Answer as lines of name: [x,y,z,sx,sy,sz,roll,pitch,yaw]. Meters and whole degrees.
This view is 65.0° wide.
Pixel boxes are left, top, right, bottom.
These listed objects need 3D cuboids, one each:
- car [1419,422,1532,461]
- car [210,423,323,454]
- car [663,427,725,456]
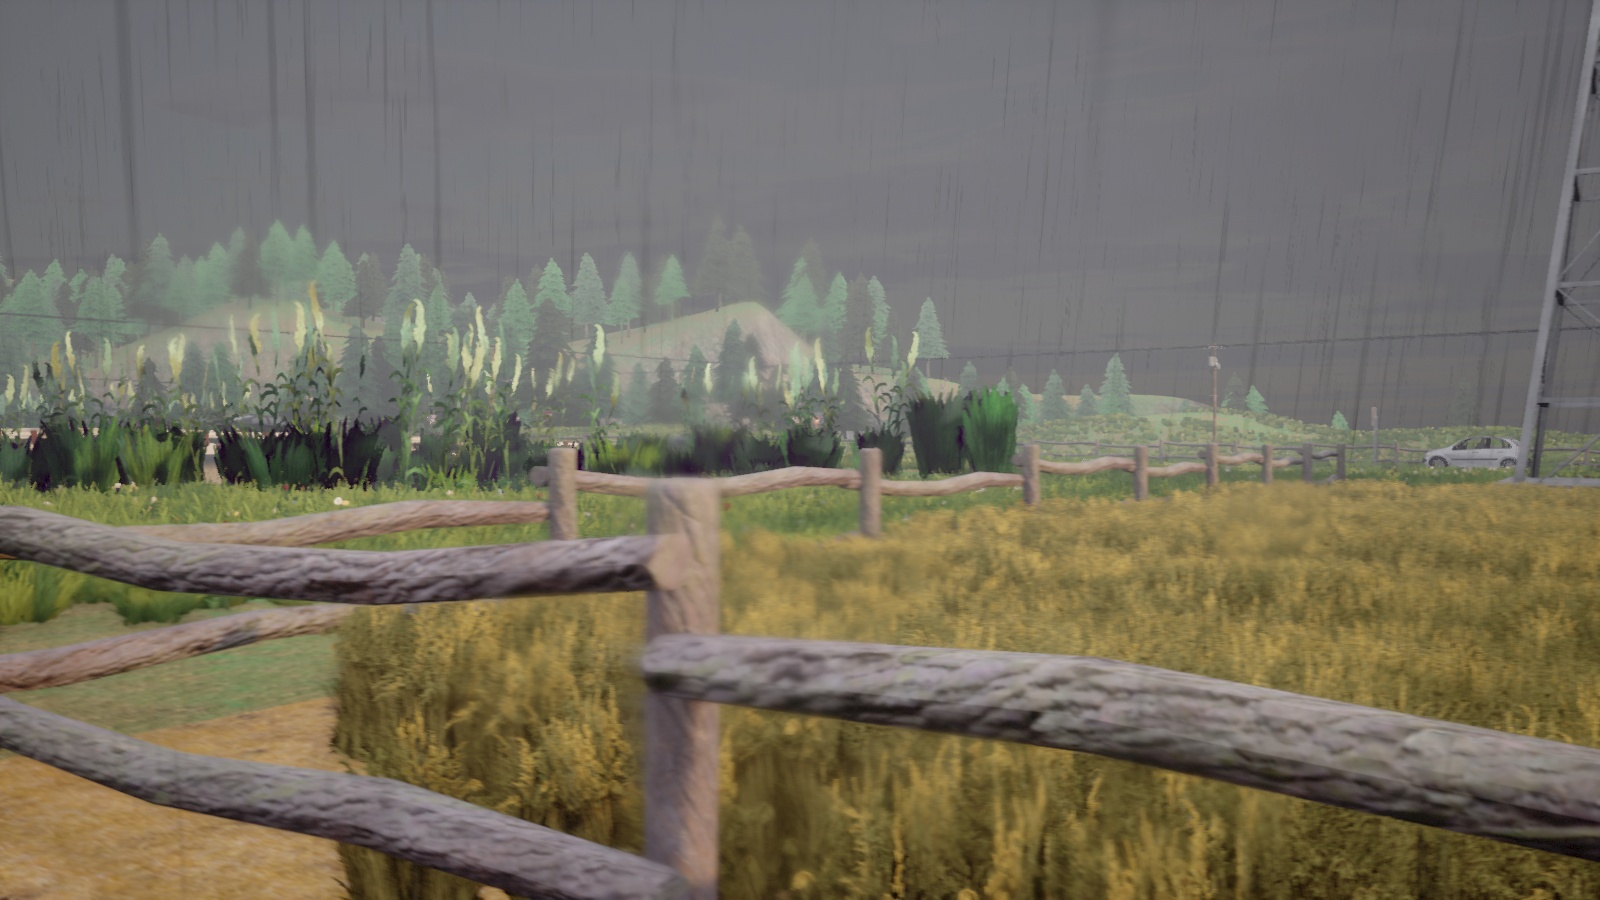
car: [28.849,-0.364,53.659,3.988,1.617,1.851,0,1,39]
car: [-27.388,-0.563,64.603,1.882,1.535,5.008,0,0,41]
car: [-7.033,-0.543,83.107,3.866,1.878,1.905,0,1,40]
